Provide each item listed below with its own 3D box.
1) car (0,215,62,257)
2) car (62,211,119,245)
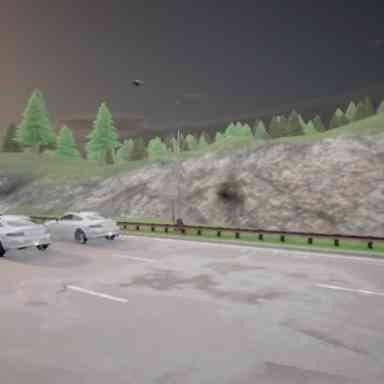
[{"bbox_3d":[-7.620,1.680,13.637,4.674,1.442,1.812,0,0,36],"label":"car"},{"bbox_3d":[-5.584,1.680,16.484,4.674,1.442,1.812,0,0,36],"label":"car"}]
